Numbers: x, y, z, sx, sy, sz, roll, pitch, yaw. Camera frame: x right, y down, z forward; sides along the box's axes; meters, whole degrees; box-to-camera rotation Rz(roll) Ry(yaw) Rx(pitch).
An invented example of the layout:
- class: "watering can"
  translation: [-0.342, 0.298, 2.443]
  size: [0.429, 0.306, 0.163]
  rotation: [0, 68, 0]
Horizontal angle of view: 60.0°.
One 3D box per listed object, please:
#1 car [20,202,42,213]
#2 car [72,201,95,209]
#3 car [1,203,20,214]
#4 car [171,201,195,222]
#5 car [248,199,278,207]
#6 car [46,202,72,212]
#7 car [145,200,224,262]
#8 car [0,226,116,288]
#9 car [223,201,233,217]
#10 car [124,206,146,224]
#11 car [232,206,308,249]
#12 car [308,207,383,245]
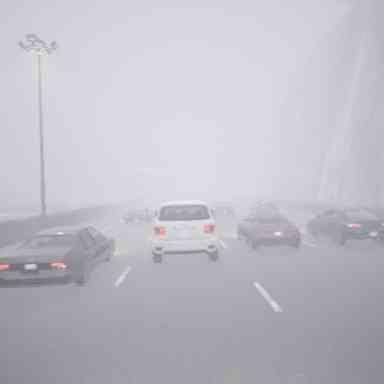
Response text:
- class: "car"
  translation: [-22.617, 2.195, 48.605]
  size: [1.882, 1.535, 5.008]
  rotation: [-2, 1, -2]
- class: "car"
  translation: [-15.630, 2.006, 48.876]
  size: [1.812, 1.442, 4.674]
  rotation: [-2, 1, -2]
- class: "car"
  translation: [-26.114, 2.395, 48.772]
  size: [1.994, 1.385, 4.181]
  rotation: [-2, 1, -2]
- class: "car"
  translation: [-0.808, 1.620, 28.931]
  size: [1.837, 1.490, 4.892]
  rotation: [-2, 1, -2]
- class: "car"
  translation: [6.185, 1.383, 29.153]
  size: [1.837, 1.490, 4.892]
  rotation: [-2, 1, -2]
- class: "car"
  translation: [-19.125, 2.146, 48.758]
  size: [2.033, 1.411, 5.357]
  rotation: [-2, 1, -2]
- class: "car"
  translation: [-0.284, 1.316, 12.778]
  size: [2.150, 2.045, 5.566]
  rotation: [-2, 0, -1]
- class: "car"
  translation: [-3.703, 1.747, 10.029]
  size: [2.033, 1.411, 5.357]
  rotation: [-2, 0, -1]
- class: "car"
  translation: [2.665, 1.519, 29.892]
  size: [1.812, 1.442, 4.674]
  rotation: [-2, 0, -2]
- class: "car"
  translation: [-4.257, 1.834, 27.241]
  size: [1.895, 1.301, 4.718]
  rotation: [-2, 0, -1]
- class: "car"
  translation: [3.179, 1.545, 14.482]
  size: [1.994, 1.385, 4.181]
  rotation: [-2, 0, -2]
- class: "car"
  translation: [6.672, 1.389, 14.630]
  size: [1.812, 1.442, 4.674]
  rotation: [-2, 0, -2]
